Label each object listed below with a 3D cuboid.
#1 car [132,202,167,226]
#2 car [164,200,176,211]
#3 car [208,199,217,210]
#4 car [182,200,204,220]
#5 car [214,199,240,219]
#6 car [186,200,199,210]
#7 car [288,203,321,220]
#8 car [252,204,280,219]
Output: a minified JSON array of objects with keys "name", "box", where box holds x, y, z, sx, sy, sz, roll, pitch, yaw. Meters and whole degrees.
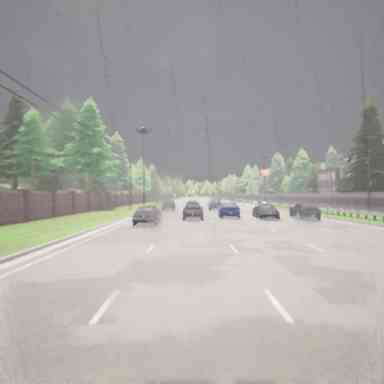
[{"name":"car","box":[-3.402,1.791,25.889,2.033,1.411,5.357,0,-1,0]},{"name":"car","box":[-3.417,1.970,49.602,1.837,1.490,4.892,0,-1,0]},{"name":"car","box":[3.584,1.827,50.629,2.097,1.767,4.553,0,-1,0]},{"name":"car","box":[0.097,1.790,31.575,2.128,1.511,4.902,0,0,0]},{"name":"car","box":[3.598,1.790,33.221,1.882,1.535,5.008,0,0,0]},{"name":"car","box":[0.086,1.984,51.091,1.837,1.490,4.892,0,-1,0]},{"name":"car","box":[10.597,1.804,31.567,1.837,1.490,4.892,0,0,0]},{"name":"car","box":[7.096,1.869,32.307,1.994,1.385,4.181,0,0,0]}]
